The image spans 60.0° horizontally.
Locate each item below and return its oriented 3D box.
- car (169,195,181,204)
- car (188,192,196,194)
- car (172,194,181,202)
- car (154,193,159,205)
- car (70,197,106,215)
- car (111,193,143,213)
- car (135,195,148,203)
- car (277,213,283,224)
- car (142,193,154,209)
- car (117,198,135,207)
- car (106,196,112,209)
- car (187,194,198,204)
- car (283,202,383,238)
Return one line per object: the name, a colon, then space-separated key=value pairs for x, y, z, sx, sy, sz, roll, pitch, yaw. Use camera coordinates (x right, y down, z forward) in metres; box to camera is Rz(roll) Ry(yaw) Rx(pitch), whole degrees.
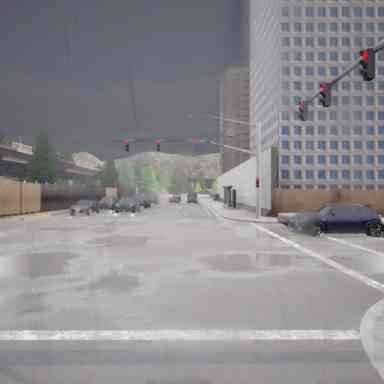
car: x=-3.466 y=1.600 z=64.288 sx=1.895 sy=1.301 sz=4.718 roll=0 pitch=0 yaw=0
car: x=0.039 y=1.051 z=74.508 sx=2.150 sy=2.045 sz=5.566 roll=0 pitch=0 yaw=0
car: x=-3.461 y=1.304 z=74.481 sx=1.882 sy=1.535 sz=5.008 roll=0 pitch=0 yaw=0
car: x=-7.028 y=1.220 z=57.854 sx=2.150 sy=2.045 sz=5.566 roll=0 pitch=0 yaw=0
car: x=-10.585 y=1.491 z=33.251 sx=2.128 sy=1.511 sz=4.902 roll=0 pitch=0 yaw=1
car: x=-7.068 y=1.351 z=36.797 sx=2.097 sy=1.767 sz=4.553 roll=0 pitch=0 yaw=0
car: x=-10.464 y=1.395 z=68.858 sx=1.882 sy=1.535 sz=5.008 roll=0 pitch=0 yaw=0
car: x=7.933 y=1.656 z=21.419 sx=4.718 sy=1.301 sz=1.895 roll=0 pitch=0 yaw=4
car: x=-7.059 y=1.221 z=46.233 sx=2.150 sy=2.045 sz=5.566 roll=0 pitch=0 yaw=0
car: x=-10.555 y=1.600 z=53.315 sx=1.895 sy=1.301 sz=4.718 roll=0 pitch=0 yaw=0
car: x=-10.569 y=1.351 z=42.148 sx=2.097 sy=1.767 sz=4.553 roll=0 pitch=0 yaw=0
car: x=0.034 y=1.600 z=64.285 sx=1.895 sy=1.301 sz=4.718 roll=0 pitch=0 yaw=0
car: x=7.540 y=1.407 z=17.681 sx=4.553 sy=1.767 sz=2.097 roll=0 pitch=0 yaw=0
